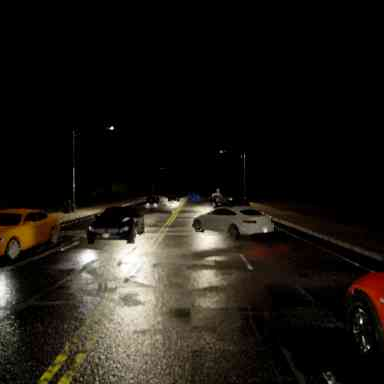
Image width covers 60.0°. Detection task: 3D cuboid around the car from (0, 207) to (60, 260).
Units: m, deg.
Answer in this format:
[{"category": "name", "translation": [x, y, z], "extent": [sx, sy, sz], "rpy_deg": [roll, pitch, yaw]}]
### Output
[{"category": "car", "translation": [-6.550, 1.372, 12.146], "extent": [1.882, 1.535, 5.008], "rpy_deg": [0, 0, 0]}]

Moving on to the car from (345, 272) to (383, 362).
[{"category": "car", "translation": [3.262, 1.325, 2.989], "extent": [2.097, 1.767, 4.553], "rpy_deg": [0, 0, 0]}]

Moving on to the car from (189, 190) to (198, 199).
[{"category": "car", "translation": [0.327, 0.470, 77.676], "extent": [2.150, 2.045, 5.566], "rpy_deg": [0, 1, 0]}]

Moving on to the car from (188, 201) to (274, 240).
[{"category": "car", "translation": [1.875, 1.385, 16.096], "extent": [1.812, 1.442, 4.674], "rpy_deg": [0, 0, -32]}]

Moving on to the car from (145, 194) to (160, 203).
[{"category": "car", "translation": [-6.348, 1.089, 53.887], "extent": [1.994, 1.385, 4.181], "rpy_deg": [0, 0, 1]}]

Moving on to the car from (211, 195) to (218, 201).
[{"category": "car", "translation": [3.402, 1.283, 36.049], "extent": [1.895, 1.301, 4.718], "rpy_deg": [0, 1, 0]}]

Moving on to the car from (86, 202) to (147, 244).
[{"category": "car", "translation": [-3.287, 1.394, 15.104], "extent": [1.812, 1.442, 4.674], "rpy_deg": [0, 0, 0]}]

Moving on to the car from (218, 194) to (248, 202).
[{"category": "car", "translation": [3.355, 1.212, 25.018], "extent": [2.033, 1.649, 4.856], "rpy_deg": [0, 1, 0]}]

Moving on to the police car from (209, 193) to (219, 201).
[{"category": "police car", "translation": [3.448, 1.009, 47.127], "extent": [1.930, 1.638, 5.238], "rpy_deg": [0, 1, 0]}]

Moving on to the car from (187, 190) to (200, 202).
[{"category": "car", "translation": [0.254, 0.974, 56.945], "extent": [1.882, 1.535, 5.008], "rpy_deg": [0, 1, 1]}]

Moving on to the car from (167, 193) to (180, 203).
[{"category": "car", "translation": [-3.092, 0.987, 55.579], "extent": [1.882, 1.535, 5.008], "rpy_deg": [0, 1, 1]}]
